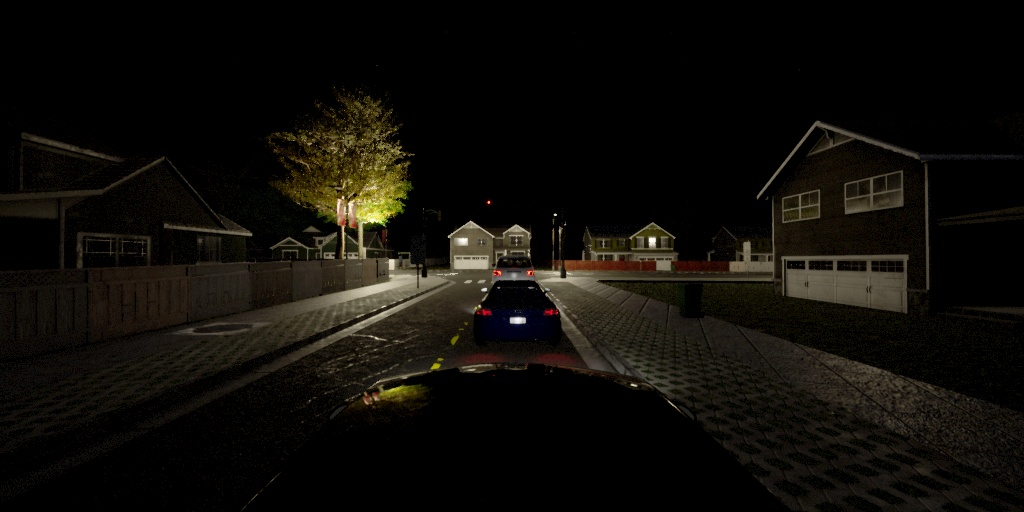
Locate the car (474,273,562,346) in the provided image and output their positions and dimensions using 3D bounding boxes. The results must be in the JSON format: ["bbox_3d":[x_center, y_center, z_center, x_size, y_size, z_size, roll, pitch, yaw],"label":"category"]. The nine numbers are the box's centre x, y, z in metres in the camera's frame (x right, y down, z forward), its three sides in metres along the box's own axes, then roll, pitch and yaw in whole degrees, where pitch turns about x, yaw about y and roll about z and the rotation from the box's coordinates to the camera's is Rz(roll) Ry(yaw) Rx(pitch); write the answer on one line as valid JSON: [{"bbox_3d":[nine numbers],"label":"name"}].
[{"bbox_3d":[0.106,1.316,9.489,1.994,1.385,4.181,0,0,0],"label":"car"}]

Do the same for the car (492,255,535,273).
[{"bbox_3d":[0.101,0.976,19.451,2.150,2.045,5.566,0,0,0],"label":"car"}]
